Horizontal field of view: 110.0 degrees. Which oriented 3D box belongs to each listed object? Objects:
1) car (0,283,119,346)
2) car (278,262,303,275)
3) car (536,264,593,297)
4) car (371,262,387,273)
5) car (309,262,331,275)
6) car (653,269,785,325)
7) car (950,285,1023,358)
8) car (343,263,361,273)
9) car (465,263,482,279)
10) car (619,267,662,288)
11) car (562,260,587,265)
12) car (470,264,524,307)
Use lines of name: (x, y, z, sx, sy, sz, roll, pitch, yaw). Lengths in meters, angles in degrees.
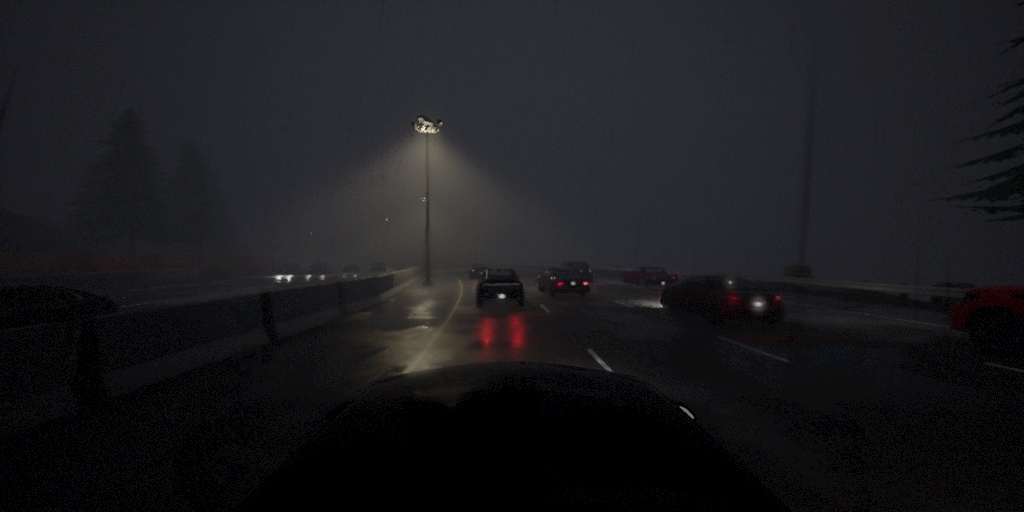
car: (-10.785, 1.334, 6.951, 1.837, 1.490, 4.892, 0, 0, -2)
car: (-28.096, 1.558, 45.524, 2.128, 1.511, 4.902, 0, 0, -17)
car: (2.601, 1.348, 19.287, 2.033, 1.411, 5.357, 0, 0, -6)
car: (-18.151, 1.550, 48.916, 1.812, 1.442, 4.674, 0, 0, -17)
car: (-24.570, 1.527, 45.984, 1.882, 1.535, 5.008, 0, 0, -17)
car: (6.699, 1.315, 11.918, 1.994, 1.385, 4.181, 0, 0, -3)
car: (10.490, 0.928, 5.216, 2.150, 2.045, 5.566, 0, 0, -1)
car: (-22.045, 1.612, 49.613, 1.994, 1.385, 4.181, 0, 0, -18)
car: (-3.268, 1.413, 34.224, 1.812, 1.442, 4.674, 0, 0, -12)
car: (9.032, 1.384, 24.300, 1.895, 1.301, 4.718, 0, 0, -7)
car: (4.790, 1.175, 28.832, 2.097, 1.767, 4.553, 0, 0, -9)
car: (-0.599, 1.297, 15.836, 2.128, 1.511, 4.902, 0, 0, -5)
